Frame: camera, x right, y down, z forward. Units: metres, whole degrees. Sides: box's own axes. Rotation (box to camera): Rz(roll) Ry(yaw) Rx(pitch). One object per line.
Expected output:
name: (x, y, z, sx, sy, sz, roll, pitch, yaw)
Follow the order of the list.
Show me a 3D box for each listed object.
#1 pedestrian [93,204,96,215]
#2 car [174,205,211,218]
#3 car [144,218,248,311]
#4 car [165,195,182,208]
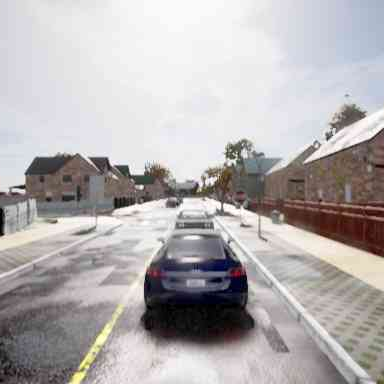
pedestrian: (-9.905, 1.777, 33.985, 0.500, 1.100, 0.500, 0, -2, 5)
car: (0.069, 1.573, 17.731, 1.895, 1.301, 4.718, 0, 0, -1)
car: (0.093, 1.548, 7.797, 1.994, 1.385, 4.181, 0, 0, 1)
car: (-2.826, 1.551, 48.297, 1.994, 1.385, 4.181, 0, 0, 0)
